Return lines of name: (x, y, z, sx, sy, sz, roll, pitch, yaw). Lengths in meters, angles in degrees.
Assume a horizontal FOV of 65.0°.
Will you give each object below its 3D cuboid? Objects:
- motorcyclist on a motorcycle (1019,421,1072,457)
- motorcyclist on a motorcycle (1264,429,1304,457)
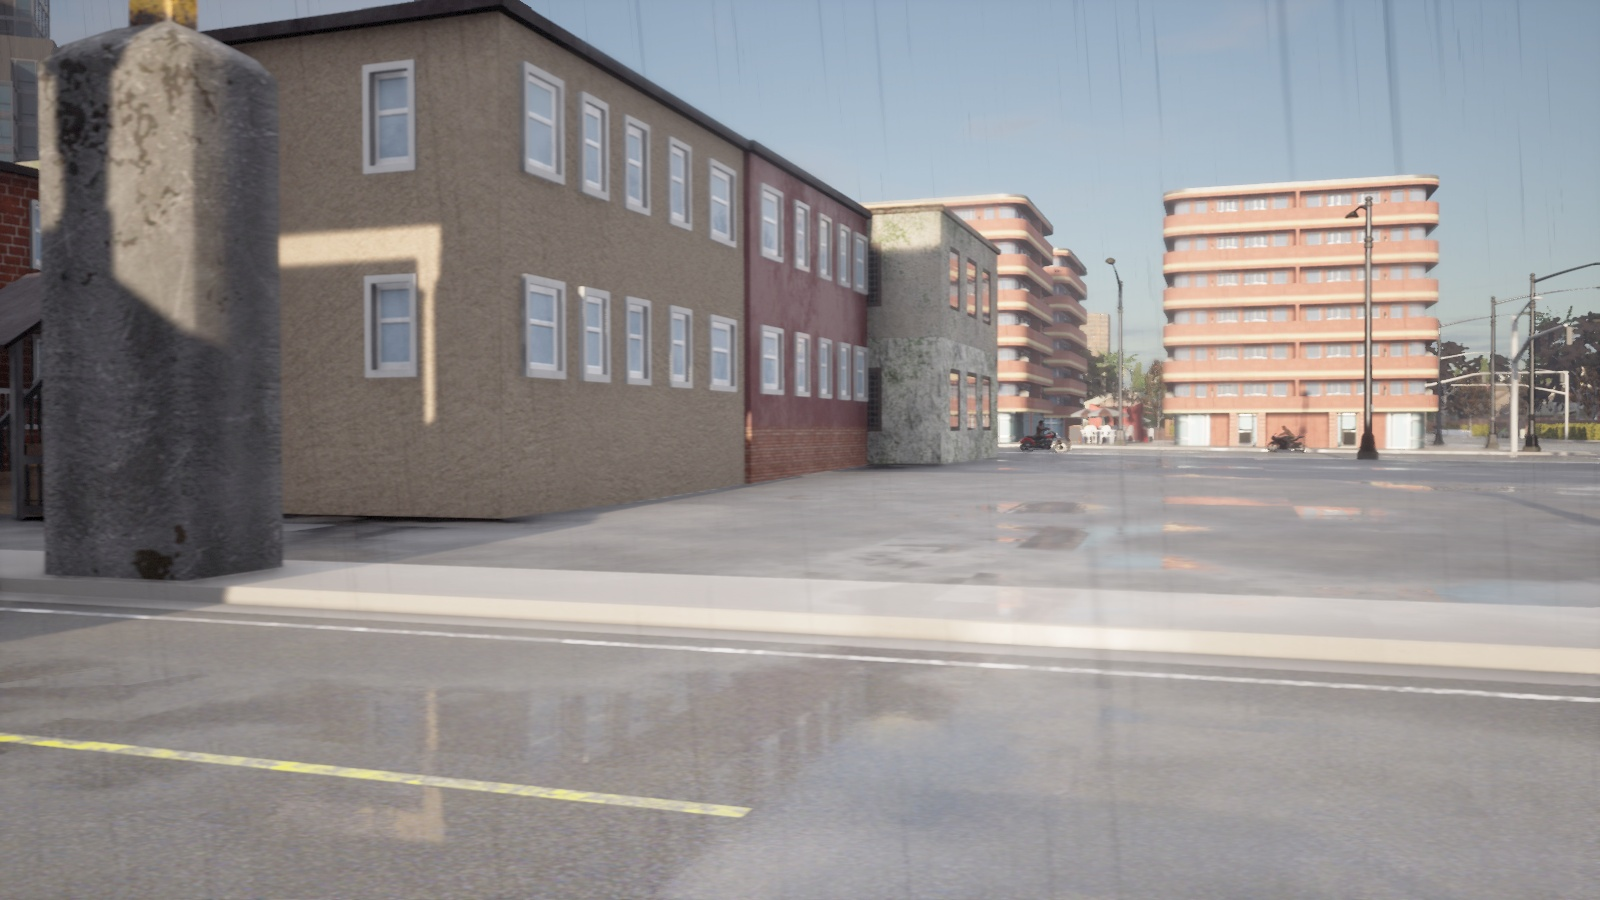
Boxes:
motorcyclist on a motorcycle: (11.724, -0.519, 59.902, 2.350, 1.649, 0.766, 2, 1, 19)
motorcyclist on a motorcycle: (26.802, -0.393, 69.576, 2.044, 1.523, 0.797, 1, 1, 19)
